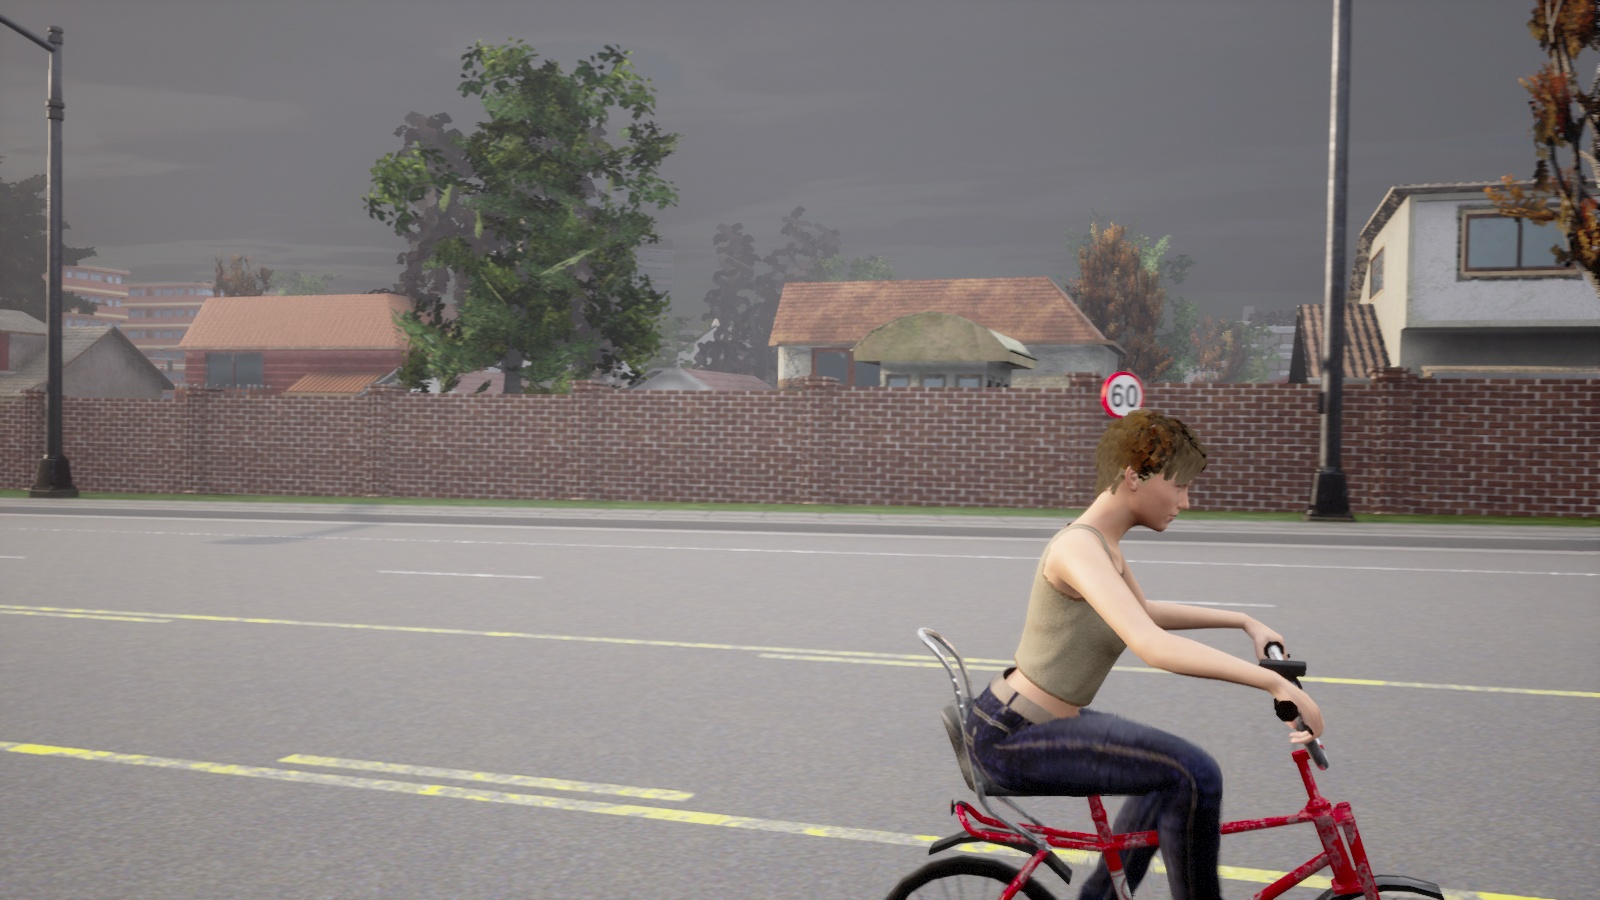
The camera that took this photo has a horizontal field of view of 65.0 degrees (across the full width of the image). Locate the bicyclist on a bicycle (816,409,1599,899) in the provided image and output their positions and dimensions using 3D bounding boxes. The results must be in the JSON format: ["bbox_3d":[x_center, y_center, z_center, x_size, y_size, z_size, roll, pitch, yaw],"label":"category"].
[{"bbox_3d":[0.889,0.720,2.890,1.509,1.612,0.866,1,1,18],"label":"bicyclist on a bicycle"}]
